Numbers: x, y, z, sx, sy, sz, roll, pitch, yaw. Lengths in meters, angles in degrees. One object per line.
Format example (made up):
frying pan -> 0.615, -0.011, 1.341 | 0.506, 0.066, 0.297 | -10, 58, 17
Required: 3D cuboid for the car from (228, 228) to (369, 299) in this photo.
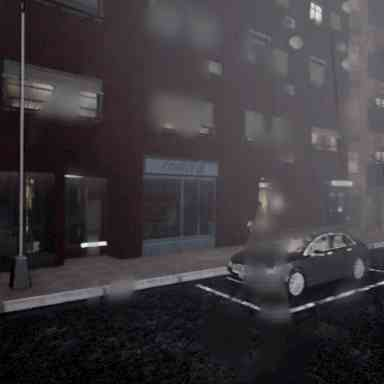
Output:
car -> 2.879, 1.644, 8.615 | 4.403, 1.369, 2.008 | 1, -1, -35
